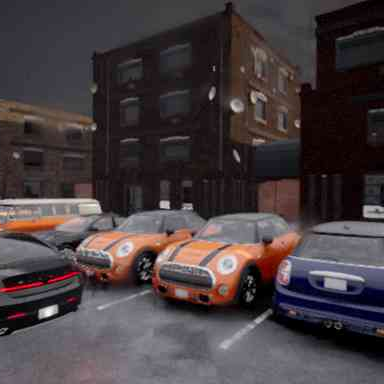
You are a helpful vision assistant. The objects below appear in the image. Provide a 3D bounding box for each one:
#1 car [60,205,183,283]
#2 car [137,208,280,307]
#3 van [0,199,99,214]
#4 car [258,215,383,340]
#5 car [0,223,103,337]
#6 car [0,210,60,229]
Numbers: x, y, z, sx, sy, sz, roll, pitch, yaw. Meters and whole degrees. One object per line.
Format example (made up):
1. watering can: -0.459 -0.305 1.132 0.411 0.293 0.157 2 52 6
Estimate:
1. car: -1.143 1.356 9.808 2.185 1.767 4.553 0 0 36
2. car: 1.101 1.355 8.207 2.185 1.767 4.553 0 0 35
3. van: -5.719 1.262 12.890 1.878 1.987 4.442 0 0 36
4. car: 3.310 1.354 6.555 2.185 1.767 4.553 0 0 35
5. car: -4.072 1.507 6.283 4.892 1.490 1.837 0 0 36
6. car: -3.403 1.484 11.388 2.097 1.535 5.008 0 0 35
